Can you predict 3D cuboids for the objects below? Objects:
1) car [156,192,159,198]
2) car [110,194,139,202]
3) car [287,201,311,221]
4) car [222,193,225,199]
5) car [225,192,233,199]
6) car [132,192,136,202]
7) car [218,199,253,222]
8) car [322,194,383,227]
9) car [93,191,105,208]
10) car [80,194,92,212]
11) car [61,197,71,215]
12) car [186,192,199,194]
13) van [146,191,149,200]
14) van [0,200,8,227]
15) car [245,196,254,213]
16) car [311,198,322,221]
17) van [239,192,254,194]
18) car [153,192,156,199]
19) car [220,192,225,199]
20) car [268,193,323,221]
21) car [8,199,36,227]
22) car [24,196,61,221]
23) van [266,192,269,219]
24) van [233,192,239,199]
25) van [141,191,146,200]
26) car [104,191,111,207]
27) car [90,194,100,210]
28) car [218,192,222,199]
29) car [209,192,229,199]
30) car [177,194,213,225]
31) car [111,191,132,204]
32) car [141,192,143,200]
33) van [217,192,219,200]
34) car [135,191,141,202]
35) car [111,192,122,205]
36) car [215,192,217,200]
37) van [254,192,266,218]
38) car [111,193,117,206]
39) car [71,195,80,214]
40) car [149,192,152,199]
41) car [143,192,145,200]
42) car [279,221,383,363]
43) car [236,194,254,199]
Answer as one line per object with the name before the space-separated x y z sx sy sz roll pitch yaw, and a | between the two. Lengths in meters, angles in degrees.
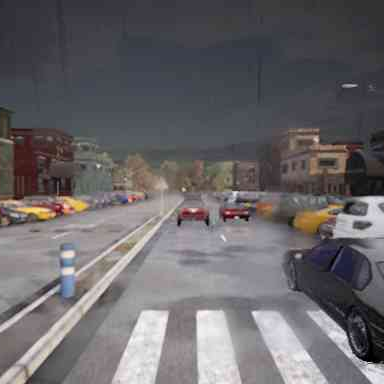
car | -12.622 0.891 90.019 5.566 2.045 2.435 0 0 0
car | -12.588 1.128 62.228 4.892 1.521 2.231 0 0 0
car | 7.625 1.399 16.430 5.008 1.535 2.097 0 0 0
car | 7.633 1.228 52.399 4.792 1.488 2.163 0 0 0
car | 7.638 0.980 44.128 5.566 2.045 2.435 0 0 0
car | -12.410 1.141 53.890 5.366 1.575 1.946 0 0 0
car | 3.077 1.455 25.098 1.895 1.301 4.718 0 0 0
car | 7.663 1.181 11.036 5.566 2.045 2.435 0 0 0
car | -12.565 1.084 37.215 4.553 1.767 2.185 0 0 0
car | -12.592 1.240 31.661 5.008 1.535 2.097 0 0 0
car | -12.591 1.274 26.101 5.008 1.535 2.097 0 0 0
car | 0.068 0.977 41.080 2.150 2.045 5.566 0 0 0
van | -12.477 0.893 73.342 4.442 1.987 1.878 0 0 0
van | -12.713 1.099 17.761 4.442 1.987 1.878 0 0 0
car | 7.617 1.347 30.343 4.674 1.452 2.002 0 0 0
car | 7.663 1.291 13.672 4.553 1.767 2.185 0 0 0
van | 7.733 1.048 35.857 4.442 1.987 1.878 0 0 0
car | -12.565 0.880 84.335 5.566 2.045 2.435 0 0 0
car | 7.595 1.190 55.157 4.892 1.521 2.231 0 0 0
car | 7.657 1.129 19.311 5.566 2.045 2.435 0 0 0
car | -12.599 1.349 20.542 4.674 1.452 2.002 0 0 0
car | -12.411 1.289 23.322 5.366 1.575 1.946 0 0 0
van | 7.510 1.136 22.069 4.442 1.987 1.878 0 0 0
van | 7.728 1.019 41.370 4.442 1.987 1.878 0 0 0
van | -12.711 0.894 70.565 4.442 1.987 1.878 0 0 0
car | -12.564 1.070 39.996 4.553 1.767 2.185 0 0 0
car | -12.602 1.225 34.438 4.892 1.521 2.231 0 0 0
car | 7.785 1.179 57.913 5.366 1.575 1.946 0 0 0
car | 7.601 0.927 93.757 5.566 2.045 2.435 0 0 0
car | 0.085 1.215 23.037 2.097 1.767 4.553 0 0 0
car | -12.567 0.900 51.112 5.566 2.045 2.435 0 0 0
car | -12.565 1.153 65.006 4.792 1.488 2.163 0 0 0
van | 7.478 0.944 63.304 4.442 1.987 1.878 0 0 0
car | -12.566 0.880 59.446 5.566 2.045 2.435 0 0 0
car | -12.590 1.173 45.554 4.892 1.521 2.231 0 0 0
car | 7.587 1.166 66.186 4.892 1.521 2.231 0 0 0
van | 7.739 1.099 27.584 4.442 1.987 1.878 0 0 0
car | -12.593 1.223 42.776 4.674 1.452 2.002 0 0 0
car | -12.628 1.131 28.879 4.553 1.767 2.185 0 0 0
car | -12.622 0.870 76.123 5.566 2.045 2.435 0 0 0
car | -12.592 1.161 67.660 4.674 1.452 2.002 0 0 0
car | 3.098 1.522 5.748 2.033 1.411 5.357 0 0 0
car | 7.432 1.287 33.100 5.366 1.575 1.946 0 0 0
